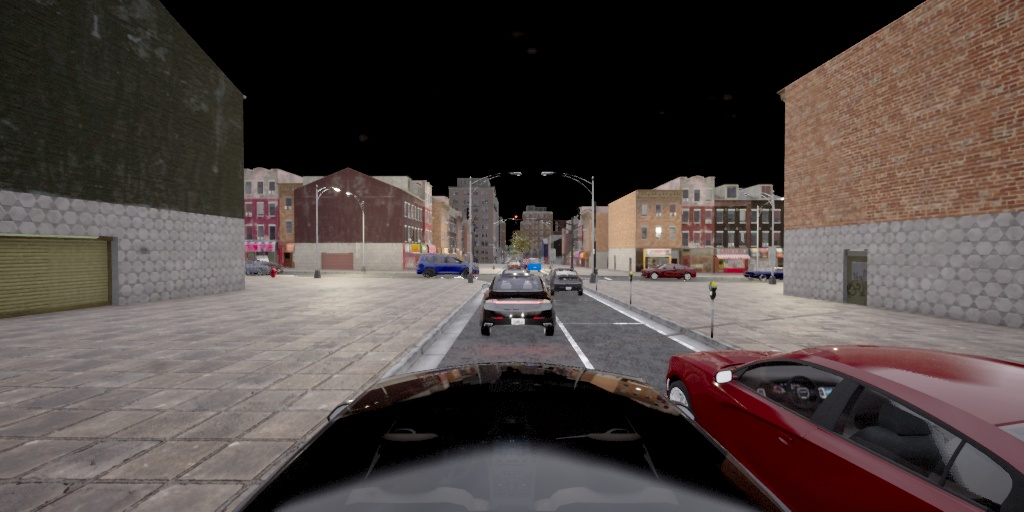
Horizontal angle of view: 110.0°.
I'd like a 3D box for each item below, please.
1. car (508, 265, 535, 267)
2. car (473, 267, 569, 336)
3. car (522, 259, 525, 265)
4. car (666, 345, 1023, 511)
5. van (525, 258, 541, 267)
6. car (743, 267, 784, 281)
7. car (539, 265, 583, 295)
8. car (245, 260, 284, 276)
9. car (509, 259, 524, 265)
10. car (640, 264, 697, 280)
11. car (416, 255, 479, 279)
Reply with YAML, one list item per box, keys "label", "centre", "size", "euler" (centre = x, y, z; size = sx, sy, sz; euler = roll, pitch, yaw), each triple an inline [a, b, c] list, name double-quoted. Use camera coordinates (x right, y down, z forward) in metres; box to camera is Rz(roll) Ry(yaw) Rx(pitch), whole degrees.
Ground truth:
- label: "car"
  centre: [0.219, 1.371, 20.436]
  size: [1.895, 1.301, 4.718]
  euler: [0, 0, 1]
- label: "car"
  centre: [0.142, 1.244, 10.393]
  size: [2.128, 1.511, 4.902]
  euler: [0, 0, 0]
- label: "car"
  centre: [2.914, 1.255, 56.839]
  size: [2.192, 1.841, 5.009]
  euler: [0, 0, 0]
- label: "car"
  centre: [2.638, 1.294, 2.428]
  size: [1.888, 1.381, 4.507]
  euler: [0, 0, 0]
- label: "van"
  centre: [2.860, 1.215, 46.258]
  size: [1.690, 1.789, 3.998]
  euler: [0, 0, 0]
- label: "car"
  centre: [24.823, 1.720, 34.128]
  size: [4.718, 1.301, 1.895]
  euler: [1, 1, 0]
- label: "car"
  centre: [2.723, 1.318, 19.303]
  size: [2.007, 1.370, 4.403]
  euler: [0, 0, 0]
- label: "car"
  centre: [-22.483, 1.094, 31.503]
  size: [4.181, 1.385, 1.994]
  euler: [1, 1, 0]
- label: "car"
  centre: [0.384, 1.524, 54.246]
  size: [1.895, 1.301, 4.718]
  euler: [0, 0, 0]
- label: "car"
  centre: [14.863, 1.466, 34.192]
  size: [5.008, 1.535, 1.882]
  euler: [1, 1, 0]
- label: "car"
  centre: [-5.695, 0.971, 31.931]
  size: [5.566, 2.045, 2.150]
  euler: [1, 1, -7]
